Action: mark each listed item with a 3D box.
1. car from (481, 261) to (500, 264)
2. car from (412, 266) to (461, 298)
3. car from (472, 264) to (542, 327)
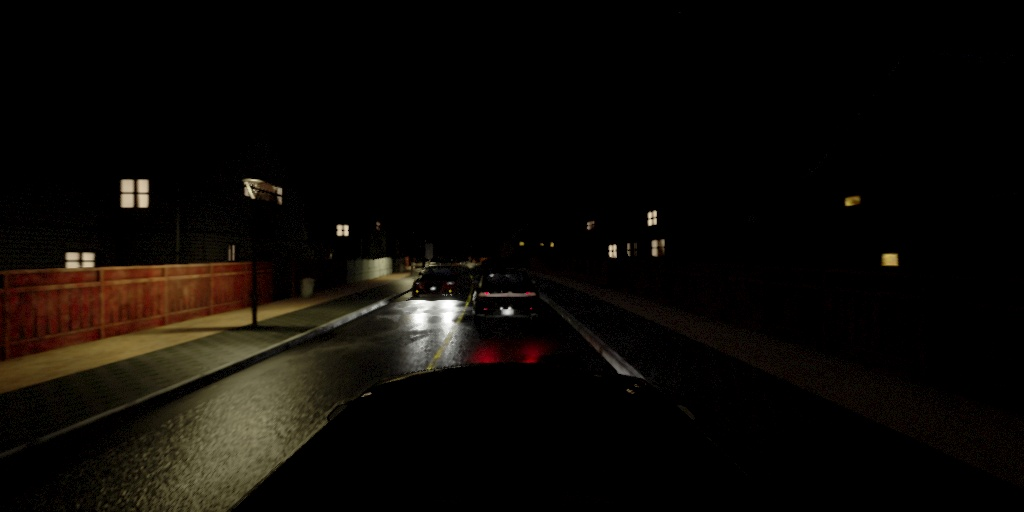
[{"bbox_3d":[-1.684,1.095,28.157,1.837,1.490,4.892,0,0,-7],"label":"car"},{"bbox_3d":[-3.565,1.203,17.528,1.994,1.385,4.181,0,0,-5],"label":"car"},{"bbox_3d":[-0.220,1.167,11.250,2.128,1.511,4.902,0,0,-3],"label":"car"}]
